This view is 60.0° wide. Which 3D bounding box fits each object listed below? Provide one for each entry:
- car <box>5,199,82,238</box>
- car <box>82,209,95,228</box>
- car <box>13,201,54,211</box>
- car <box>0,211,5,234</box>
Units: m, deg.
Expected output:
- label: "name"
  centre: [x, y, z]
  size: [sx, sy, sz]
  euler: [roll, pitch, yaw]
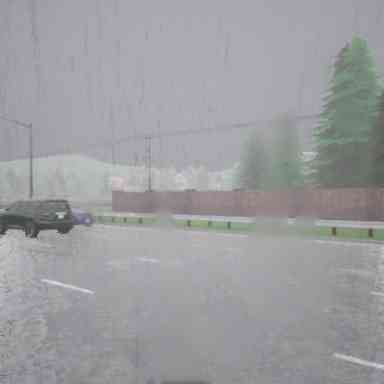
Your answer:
- label: "car"
  centre: [-9.079, 1.417, 19.064]
  size: [5.566, 2.045, 2.150]
  euler: [-1, 0, 36]
- label: "car"
  centre: [-8.694, 1.743, 23.073]
  size: [4.674, 1.442, 1.812]
  euler: [-1, 0, 35]
- label: "car"
  centre: [-23.536, 2.057, 49.594]
  size: [5.357, 1.411, 2.033]
  euler: [0, 0, -19]
- label: "car"
  centre: [-11.687, 1.555, 16.625]
  size: [4.553, 1.767, 2.097]
  euler: [-1, 0, 36]
